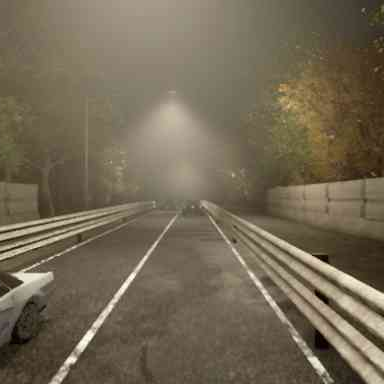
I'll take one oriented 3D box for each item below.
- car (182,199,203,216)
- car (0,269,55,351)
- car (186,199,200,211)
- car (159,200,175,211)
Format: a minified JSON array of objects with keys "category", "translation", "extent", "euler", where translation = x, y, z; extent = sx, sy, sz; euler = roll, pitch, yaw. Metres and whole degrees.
[{"category":"car","translation":[0.071,1.498,34.602],"extent":[2.097,1.767,4.553],"euler":[0,-1,0]},{"category":"car","translation":[-3.345,1.609,3.640],"extent":[1.895,1.301,4.718],"euler":[0,0,0]},{"category":"car","translation":[0.119,1.796,46.781],"extent":[1.837,1.490,4.892],"euler":[0,-1,1]},{"category":"car","translation":[-3.243,1.791,45.075],"extent":[1.812,1.442,4.674],"euler":[0,-1,0]}]
